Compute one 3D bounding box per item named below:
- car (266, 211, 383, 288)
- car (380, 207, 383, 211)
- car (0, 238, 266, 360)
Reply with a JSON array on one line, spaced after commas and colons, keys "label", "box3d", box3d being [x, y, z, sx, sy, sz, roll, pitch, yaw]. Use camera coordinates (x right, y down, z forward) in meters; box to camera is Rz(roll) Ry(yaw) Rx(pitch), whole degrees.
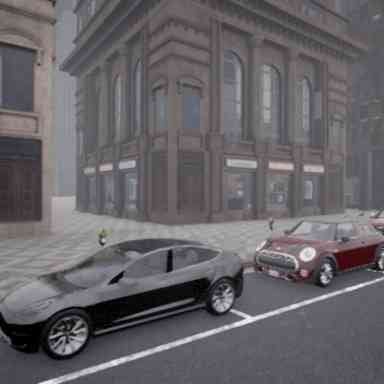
[{"label": "car", "box3d": [3.612, 1.442, 9.222, 4.097, 1.590, 1.967, 0, 0, -36]}, {"label": "car", "box3d": [8.173, 1.319, 12.474, 5.009, 1.841, 2.192, 0, 0, -36]}, {"label": "car", "box3d": [-0.948, 1.566, 5.969, 4.313, 1.339, 1.947, 0, 0, -36]}]
